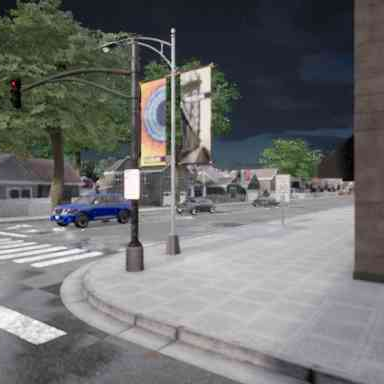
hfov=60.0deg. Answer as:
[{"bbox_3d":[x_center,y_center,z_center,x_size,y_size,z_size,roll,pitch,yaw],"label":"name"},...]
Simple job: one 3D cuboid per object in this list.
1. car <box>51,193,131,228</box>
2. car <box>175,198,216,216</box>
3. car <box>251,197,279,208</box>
[{"bbox_3d":[-6.271,1.127,21.679,2.150,2.045,5.566,0,0,36],"label":"car"},{"bbox_3d":[0.371,1.346,30.957,1.837,1.490,4.892,0,0,36],"label":"car"},{"bbox_3d":[9.780,1.302,44.043,2.033,1.411,5.357,0,0,36],"label":"car"}]
